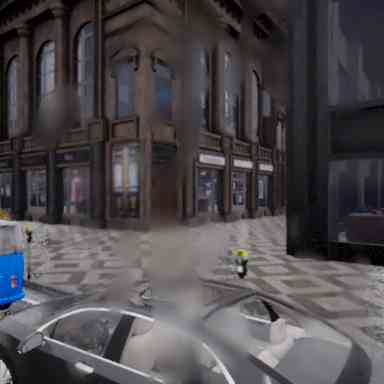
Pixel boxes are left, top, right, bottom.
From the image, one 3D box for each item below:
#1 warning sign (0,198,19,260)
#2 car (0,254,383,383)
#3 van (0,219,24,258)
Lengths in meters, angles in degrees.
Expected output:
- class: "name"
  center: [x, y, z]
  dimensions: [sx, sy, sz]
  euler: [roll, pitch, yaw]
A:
- class: "warning sign"
  center: [-6.242, 1.116, 10.242]
  dimensions: [1.060, 1.860, 1.300]
  euler: [0, 0, 35]
- class: "car"
  center: [-0.359, 1.551, 3.219]
  dimensions: [4.403, 1.369, 2.008]
  euler: [0, 0, 35]
- class: "van"
  center: [-4.934, 1.342, 6.480]
  dimensions: [3.998, 1.788, 1.690]
  euler: [0, 0, 35]
